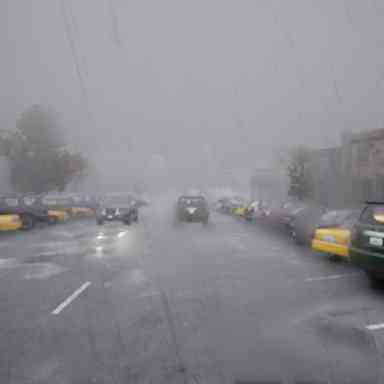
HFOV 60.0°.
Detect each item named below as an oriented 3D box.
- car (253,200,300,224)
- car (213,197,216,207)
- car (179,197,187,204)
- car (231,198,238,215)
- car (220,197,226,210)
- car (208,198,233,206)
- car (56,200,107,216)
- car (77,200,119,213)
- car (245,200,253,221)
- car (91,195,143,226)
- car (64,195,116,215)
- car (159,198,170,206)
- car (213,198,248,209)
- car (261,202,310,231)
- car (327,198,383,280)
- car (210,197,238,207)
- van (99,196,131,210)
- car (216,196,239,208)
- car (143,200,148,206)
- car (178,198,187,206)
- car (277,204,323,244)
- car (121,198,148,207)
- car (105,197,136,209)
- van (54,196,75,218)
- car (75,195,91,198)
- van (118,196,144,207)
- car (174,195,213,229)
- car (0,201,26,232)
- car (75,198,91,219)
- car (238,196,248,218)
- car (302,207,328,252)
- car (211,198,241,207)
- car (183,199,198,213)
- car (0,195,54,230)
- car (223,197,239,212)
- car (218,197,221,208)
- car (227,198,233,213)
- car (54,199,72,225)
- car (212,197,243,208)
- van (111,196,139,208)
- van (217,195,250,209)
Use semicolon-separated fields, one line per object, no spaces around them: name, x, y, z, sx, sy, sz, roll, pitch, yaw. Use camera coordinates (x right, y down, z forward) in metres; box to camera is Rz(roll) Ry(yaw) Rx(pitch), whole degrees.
car;6.318;1.329;19.721;4.553;1.767;2.185;1;-1;-20
car;5.910;1.719;46.073;5.366;1.575;1.946;1;0;-21
car;-2.151;1.974;77.720;1.812;1.442;4.674;0;0;-1
car;6.275;1.531;28.527;5.008;1.535;2.097;1;-1;-20
car;6.201;1.628;37.331;5.008;1.535;2.097;1;0;-21
car;5.753;1.992;66.765;4.674;1.452;2.002;1;0;-21
car;-11.567;1.645;34.855;4.892;1.521;2.231;-1;0;-20
car;-11.575;1.742;40.873;4.792;1.488;2.163;-1;0;-20
car;6.331;1.515;22.653;4.674;1.452;2.002;1;0;-20
car;-5.198;1.242;23.811;2.150;2.045;5.566;0;-1;0
car;-11.596;1.427;37.861;5.566;2.045;2.435;-1;0;-20
car;-5.239;2.001;65.316;1.812;1.442;4.674;0;-1;0
car;6.007;1.789;52.017;5.008;1.535;2.097;1;0;-21
car;6.357;1.439;16.790;5.008;1.535;2.097;1;-1;-20
car;6.431;1.183;8.004;5.566;2.045;2.435;1;0;-20
car;5.827;1.761;60.861;4.553;1.767;2.185;1;-1;-21
van;-11.560;1.590;49.863;4.442;1.987;1.878;-1;0;-19
car;6.131;1.692;43.203;5.008;1.535;2.097;1;0;-21
car;-11.276;1.665;58.923;5.566;2.045;2.435;-1;-1;-19
car;-1.951;1.996;68.254;1.837;1.490;4.892;0;-1;-1
car;6.385;1.432;13.858;5.008;1.535;2.097;1;0;-20
car;-11.191;1.984;64.902;5.008;1.535;2.097;-1;0;-19
car;-11.372;1.723;52.915;4.553;1.767;2.185;-1;0;-19
van;-11.621;1.318;25.820;4.442;1.987;1.878;-1;0;-20
car;-11.586;1.359;31.843;5.566;2.045;2.435;-1;0;-20
van;-11.360;1.726;61.866;4.442;1.987;1.878;-1;0;-19
car;-0.006;1.224;21.793;2.150;2.045;5.566;0;0;0
car;-11.625;1.473;16.817;5.366;1.575;1.946;-1;0;-20
car;-11.360;1.571;28.923;5.366;1.575;1.946;-1;-1;-20
car;6.277;1.375;25.587;4.553;1.767;2.185;1;-1;-20
car;6.565;1.427;10.986;5.366;1.575;1.946;1;0;-20
car;5.931;1.884;57.929;4.792;1.488;2.163;1;-1;-21
car;-0.187;1.721;42.057;1.837;1.490;4.892;0;0;-1
car;-11.495;1.240;19.863;5.566;2.045;2.435;-1;0;-20
car;6.220;1.597;34.397;4.892;1.521;2.231;1;-1;-21
car;6.131;1.689;40.258;4.792;1.488;2.163;1;0;-21
car;6.246;1.564;31.464;4.892;1.521;2.231;1;-1;-20
car;-11.312;1.510;22.931;5.366;1.575;1.946;-1;-1;-20
car;5.924;1.696;54.962;4.553;1.767;2.185;1;-1;-21
van;-11.244;1.656;55.952;4.442;1.987;1.878;-1;-1;-19
van;6.156;1.533;49.120;4.442;1.987;1.878;1;-1;-21
